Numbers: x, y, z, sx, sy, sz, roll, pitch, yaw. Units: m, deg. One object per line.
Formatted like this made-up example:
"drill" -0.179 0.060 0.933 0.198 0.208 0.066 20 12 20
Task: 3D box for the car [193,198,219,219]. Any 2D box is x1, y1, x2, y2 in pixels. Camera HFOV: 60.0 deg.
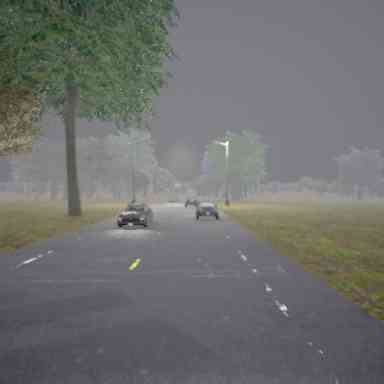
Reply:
"car" 1.228 1.466 27.766 1.812 1.442 4.674 0 0 0

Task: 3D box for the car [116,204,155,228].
"car" -3.597 1.497 22.131 2.033 1.411 5.357 0 0 0

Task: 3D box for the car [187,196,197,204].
"car" 0.007 1.487 63.994 1.994 1.385 4.181 0 0 0

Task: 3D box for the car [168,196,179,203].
"car" -3.512 1.480 64.440 1.994 1.385 4.181 0 0 1

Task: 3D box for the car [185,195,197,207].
"car" 0.025 1.271 48.675 2.097 1.767 4.553 0 0 0
